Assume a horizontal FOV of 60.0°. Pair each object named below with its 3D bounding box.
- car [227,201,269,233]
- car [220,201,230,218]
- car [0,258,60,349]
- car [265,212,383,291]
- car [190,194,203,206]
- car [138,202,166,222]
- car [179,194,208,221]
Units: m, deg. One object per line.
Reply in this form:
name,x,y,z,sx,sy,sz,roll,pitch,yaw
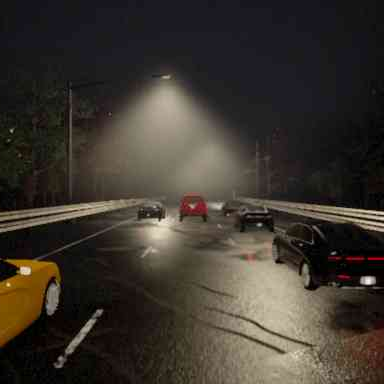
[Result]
car,3.596,1.529,20.005,2.128,1.511,4.902,0,0,1
car,3.729,1.533,30.960,1.882,1.535,5.008,0,0,1
car,-3.389,1.485,4.250,1.882,1.535,5.008,0,0,0
car,3.520,1.522,9.050,1.837,1.490,4.892,0,0,0
car,0.859,1.314,56.665,2.150,2.045,5.566,0,0,2
car,-3.217,1.540,27.196,2.128,1.511,4.902,0,0,1
car,0.127,1.273,27.964,2.150,2.045,5.566,0,0,1
